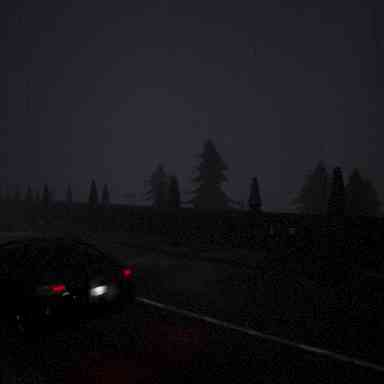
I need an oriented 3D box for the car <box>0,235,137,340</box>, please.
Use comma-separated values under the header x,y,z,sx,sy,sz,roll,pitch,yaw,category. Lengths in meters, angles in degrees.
x,y,z,sx,sy,sz,roll,pitch,yaw,category
-3.040,1.568,6.680,4.181,1.385,1.994,0,0,40,car
